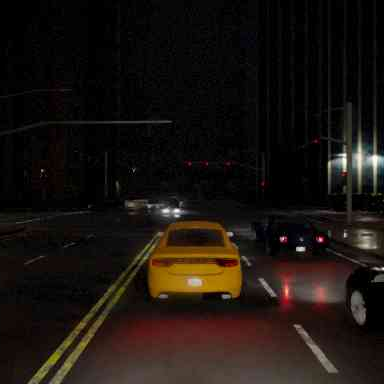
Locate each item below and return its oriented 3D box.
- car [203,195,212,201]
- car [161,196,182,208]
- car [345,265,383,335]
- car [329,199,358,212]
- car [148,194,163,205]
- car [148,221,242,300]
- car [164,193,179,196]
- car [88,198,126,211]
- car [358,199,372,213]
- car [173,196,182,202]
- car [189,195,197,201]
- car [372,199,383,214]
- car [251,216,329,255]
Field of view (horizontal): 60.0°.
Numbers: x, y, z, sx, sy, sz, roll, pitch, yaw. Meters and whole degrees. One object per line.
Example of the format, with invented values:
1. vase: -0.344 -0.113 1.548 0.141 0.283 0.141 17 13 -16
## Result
1. car: 3.724 1.429 79.621 1.837 1.490 4.892 0 0 0
2. car: -2.897 1.600 46.534 1.895 1.301 4.718 0 0 -8
3. car: 3.611 1.505 3.963 1.837 1.490 4.892 0 0 0
4. car: 19.031 1.547 38.933 5.357 1.411 2.033 0 0 0
5. car: -6.896 1.504 61.259 1.837 1.490 4.892 0 0 1
6. car: 0.078 1.478 8.475 1.882 1.535 5.008 0 0 1
7. car: -3.400 1.221 61.153 2.150 2.045 5.566 0 0 0
8. car: -10.396 1.491 40.728 2.128 1.511 4.902 1 1 40
9. car: 20.946 1.491 35.450 4.902 1.511 2.128 0 0 -1
10. car: -3.286 1.546 76.335 1.994 1.385 4.181 0 0 0
11. car: 0.225 1.367 80.170 1.994 1.385 4.181 0 0 0
12. car: 20.278 1.601 31.698 4.718 1.301 1.895 0 0 -1
13. car: 3.618 1.601 13.234 1.895 1.301 4.718 0 0 0
